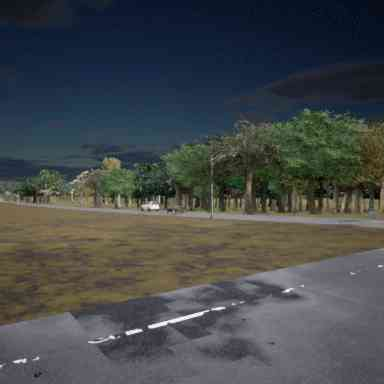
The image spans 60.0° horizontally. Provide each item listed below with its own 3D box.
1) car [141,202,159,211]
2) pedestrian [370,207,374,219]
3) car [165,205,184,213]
[{"bbox_3d":[-9.039,3.105,71.515,2.150,2.045,5.566,1,-2,-33],"label":"car"},{"bbox_3d":[19.291,2.202,35.573,0.375,1.300,0.375,-2,1,-33],"label":"pedestrian"},{"bbox_3d":[-3.308,3.248,62.761,1.837,1.490,4.892,1,-2,-33],"label":"car"}]
